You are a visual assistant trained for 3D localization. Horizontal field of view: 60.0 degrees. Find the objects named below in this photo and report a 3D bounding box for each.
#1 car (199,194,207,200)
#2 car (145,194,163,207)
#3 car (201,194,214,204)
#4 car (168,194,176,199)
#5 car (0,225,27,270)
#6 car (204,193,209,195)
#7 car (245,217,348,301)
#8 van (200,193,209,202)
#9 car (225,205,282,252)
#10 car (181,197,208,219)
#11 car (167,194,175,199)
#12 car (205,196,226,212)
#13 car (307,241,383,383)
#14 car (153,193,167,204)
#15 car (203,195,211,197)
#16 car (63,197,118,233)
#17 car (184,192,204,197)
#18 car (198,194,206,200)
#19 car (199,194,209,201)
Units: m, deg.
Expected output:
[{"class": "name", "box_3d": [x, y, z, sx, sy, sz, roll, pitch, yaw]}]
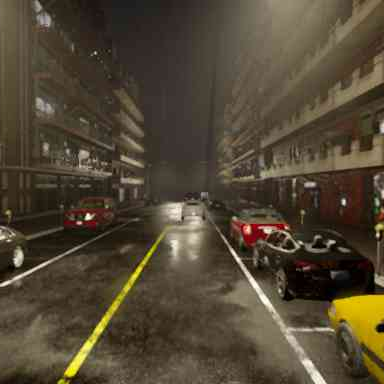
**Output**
[{"class": "car", "box_3d": [2.674, 1.217, 80.930, 1.887, 1.381, 4.507, -1, 0, 0]}, {"class": "car", "box_3d": [-5.704, 1.357, 47.347, 2.008, 1.369, 4.403, -1, 0, 0]}, {"class": "car", "box_3d": [2.674, 1.201, 58.523, 1.967, 1.590, 4.097, -1, 0, 0]}, {"class": "car", "box_3d": [-5.707, 1.217, 86.560, 1.947, 1.339, 4.313, -1, 0, 0]}, {"class": "car", "box_3d": [-5.701, 1.517, 8.133, 2.008, 1.369, 4.403, -1, 0, 0]}, {"class": "car", "box_3d": [2.676, 1.330, 47.489, 1.752, 1.417, 4.829, -1, 0, 0]}, {"class": "car", "box_3d": [2.679, 1.532, 8.105, 1.947, 1.339, 4.313, -1, 0, 0]}, {"class": "van", "box_3d": [2.672, 1.058, 69.726, 1.690, 1.788, 3.998, -1, 0, 0]}, {"class": "car", "box_3d": [2.677, 1.383, 13.706, 1.967, 1.590, 4.097, -1, 0, 0]}, {"class": "car", "box_3d": [0.098, 1.413, 27.351, 1.812, 1.442, 4.674, 0, 0, 0]}, {"class": "car", "box_3d": [-5.708, 1.174, 92.163, 1.887, 1.381, 4.507, -1, 0, 0]}, {"class": "car", "box_3d": [2.677, 1.417, 36.114, 1.947, 1.339, 4.313, -1, 0, 0]}, {"class": "car", "box_3d": [2.679, 1.514, 2.672, 1.752, 1.417, 4.829, -1, 0, 0]}, {"class": "car", "box_3d": [-5.707, 1.098, 52.948, 2.192, 1.841, 5.009, -1, 0, 0]}, {"class": "car", "box_3d": [2.677, 1.379, 41.717, 2.008, 1.369, 4.403, -1, 0, 0]}, {"class": "car", "box_3d": [-5.705, 1.235, 19.336, 2.192, 1.841, 5.009, -1, 0, 0]}, {"class": "car", "box_3d": [0.103, 1.035, 44.904, 2.150, 2.045, 5.566, 0, 0, 0]}, {"class": "car", "box_3d": [2.673, 1.217, 86.532, 1.947, 1.339, 4.313, -1, 0, 0]}, {"class": "car", "box_3d": [2.675, 1.245, 75.328, 2.008, 1.369, 4.403, -1, 0, 0]}]
